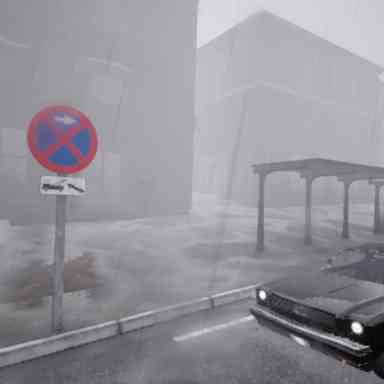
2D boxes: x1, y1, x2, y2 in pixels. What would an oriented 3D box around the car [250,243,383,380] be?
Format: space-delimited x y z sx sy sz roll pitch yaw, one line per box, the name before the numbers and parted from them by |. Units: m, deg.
car | 3.223 1.609 5.531 4.718 1.301 1.895 0 0 -34
